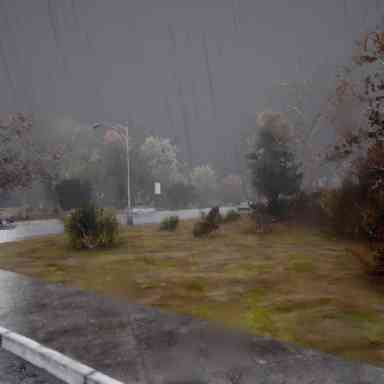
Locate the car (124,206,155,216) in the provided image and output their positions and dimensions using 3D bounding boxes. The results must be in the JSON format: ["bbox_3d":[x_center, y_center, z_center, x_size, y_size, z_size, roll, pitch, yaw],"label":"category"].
[{"bbox_3d":[-7.279,2.602,46.223,1.895,1.301,4.718,-3,-2,32],"label":"car"}]

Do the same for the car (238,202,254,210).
[{"bbox_3d":[8.659,2.204,51.466,1.994,1.385,4.181,-3,-2,32],"label":"car"}]

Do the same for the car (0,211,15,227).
[{"bbox_3d":[-18.217,2.424,29.238,2.128,1.511,4.902,-3,-2,33],"label":"car"}]
